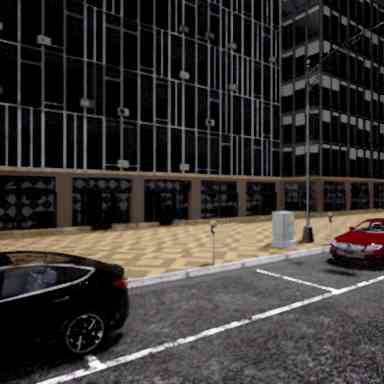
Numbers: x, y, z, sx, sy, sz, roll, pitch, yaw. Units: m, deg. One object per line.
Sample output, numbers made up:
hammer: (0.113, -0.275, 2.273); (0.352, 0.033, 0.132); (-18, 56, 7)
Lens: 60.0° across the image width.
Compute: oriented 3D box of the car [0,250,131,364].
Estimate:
car: (-2.947, 1.563, 4.458); (4.313, 1.339, 1.947); (0, 0, -35)

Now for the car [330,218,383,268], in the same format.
car: (6.336, 1.538, 11.045); (4.206, 1.307, 1.802); (0, 0, -35)
